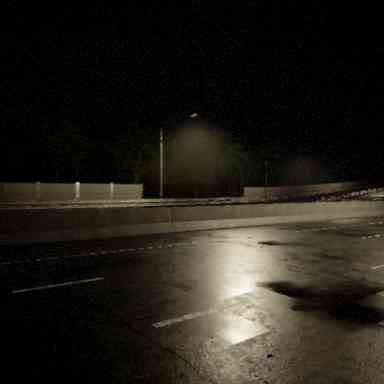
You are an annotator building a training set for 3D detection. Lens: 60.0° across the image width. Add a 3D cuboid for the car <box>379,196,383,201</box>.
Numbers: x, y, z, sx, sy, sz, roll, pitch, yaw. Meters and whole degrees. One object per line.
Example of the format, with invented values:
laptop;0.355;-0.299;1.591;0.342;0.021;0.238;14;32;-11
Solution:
car;35.420;1.268;59.088;5.566;2.045;2.150;0;0;-35
